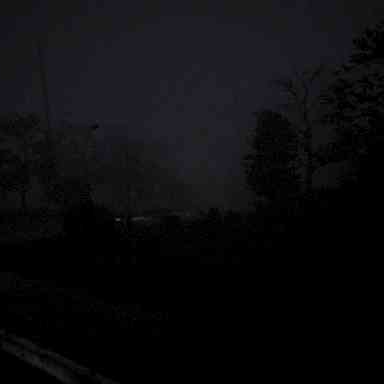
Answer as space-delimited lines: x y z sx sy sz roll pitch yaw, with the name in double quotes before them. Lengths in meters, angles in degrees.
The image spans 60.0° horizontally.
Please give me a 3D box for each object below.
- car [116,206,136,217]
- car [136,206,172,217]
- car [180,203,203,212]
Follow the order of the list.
"car" -8.982 2.630 43.650 1.812 1.442 4.674 -3 -2 32
"car" -4.749 2.557 43.806 1.895 1.301 4.718 -3 -2 32
"car" -0.098 2.621 57.632 1.895 1.301 4.718 -3 -2 32
